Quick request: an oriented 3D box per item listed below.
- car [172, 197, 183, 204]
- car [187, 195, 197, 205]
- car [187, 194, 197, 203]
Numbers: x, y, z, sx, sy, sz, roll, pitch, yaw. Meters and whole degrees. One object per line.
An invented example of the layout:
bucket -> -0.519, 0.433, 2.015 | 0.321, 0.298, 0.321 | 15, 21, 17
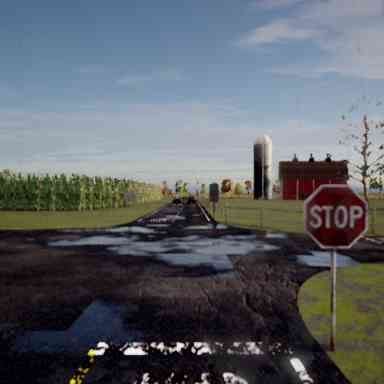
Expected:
car -> -2.794, 1.640, 65.503 | 1.994, 1.385, 4.181 | 0, 0, 0
car -> -0.040, 1.571, 60.891 | 1.837, 1.490, 4.892 | 0, 0, 0
car -> -0.050, 1.370, 71.296 | 2.097, 1.767, 4.553 | 0, 0, 0
